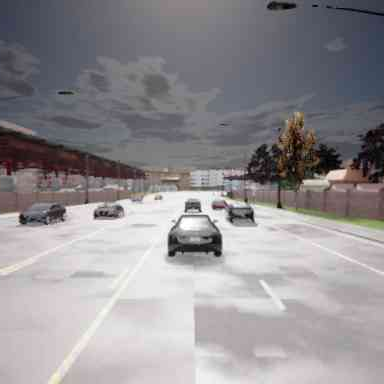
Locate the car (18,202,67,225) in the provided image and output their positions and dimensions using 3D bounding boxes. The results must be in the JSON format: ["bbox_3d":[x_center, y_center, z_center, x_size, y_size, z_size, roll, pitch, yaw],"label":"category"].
[{"bbox_3d":[-10.591,1.500,23.953,1.837,1.490,4.892,0,0,0],"label":"car"}]

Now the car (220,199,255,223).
[{"bbox_3d":[3.601,1.491,25.645,2.128,1.511,4.902,0,0,0],"label":"car"}]

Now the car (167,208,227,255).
[{"bbox_3d":[0.101,1.563,13.240,1.994,1.385,4.181,0,0,0],"label":"car"}]

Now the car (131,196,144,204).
[{"bbox_3d":[-10.498,1.467,64.950,2.033,1.411,5.357,0,0,0],"label":"car"}]

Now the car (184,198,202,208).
[{"bbox_3d":[0.101,1.501,38.758,1.837,1.490,4.892,0,0,0],"label":"car"}]

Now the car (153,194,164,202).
[{"bbox_3d":[-6.998,1.261,70.434,1.837,1.490,4.892,0,0,0],"label":"car"}]

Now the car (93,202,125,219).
[{"bbox_3d":[-7.085,1.559,28.697,1.994,1.385,4.181,0,0,0],"label":"car"}]

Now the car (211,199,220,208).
[{"bbox_3d":[3.601,1.561,44.332,1.994,1.385,4.181,0,0,0],"label":"car"}]
